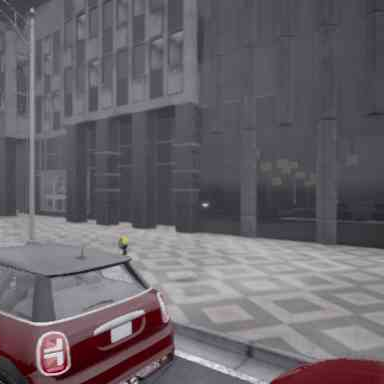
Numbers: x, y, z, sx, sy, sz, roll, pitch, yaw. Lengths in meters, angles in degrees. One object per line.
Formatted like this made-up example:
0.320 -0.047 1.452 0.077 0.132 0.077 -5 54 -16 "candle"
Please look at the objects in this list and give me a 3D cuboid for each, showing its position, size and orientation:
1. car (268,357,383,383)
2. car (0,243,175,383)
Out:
2.302 1.549 1.203 4.507 1.381 1.887 0 0 36 "car"
-2.288 1.426 4.478 4.097 1.590 1.967 0 0 36 "car"
